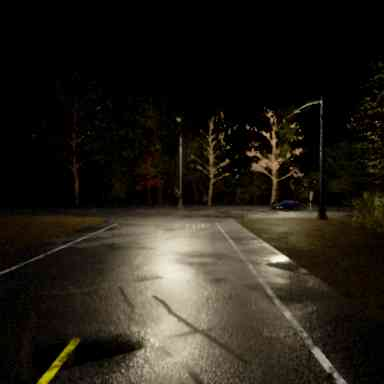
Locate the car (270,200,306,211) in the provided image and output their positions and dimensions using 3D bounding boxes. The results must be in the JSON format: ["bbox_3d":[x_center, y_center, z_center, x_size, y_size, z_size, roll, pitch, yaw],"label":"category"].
[{"bbox_3d":[11.647,1.644,40.457,4.181,1.385,1.994,0,0,0],"label":"car"}]
